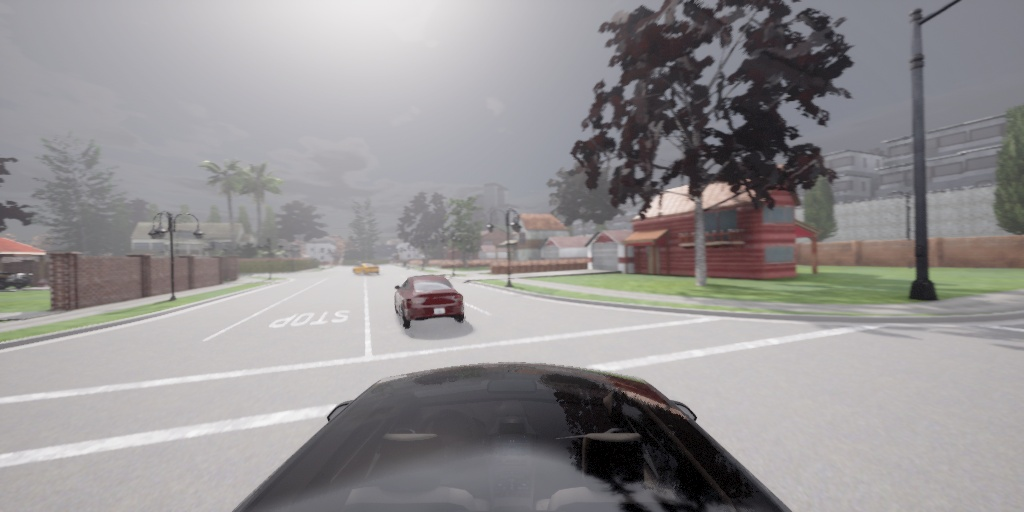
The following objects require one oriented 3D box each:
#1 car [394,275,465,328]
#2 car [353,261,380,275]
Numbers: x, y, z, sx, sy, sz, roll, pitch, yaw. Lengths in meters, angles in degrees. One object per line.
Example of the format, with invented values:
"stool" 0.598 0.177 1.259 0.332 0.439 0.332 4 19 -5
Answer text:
"car" -2.868 1.367 12.045 1.812 1.442 4.674 -1 0 -22
"car" -19.514 1.722 47.809 5.008 1.535 1.882 -1 0 44
